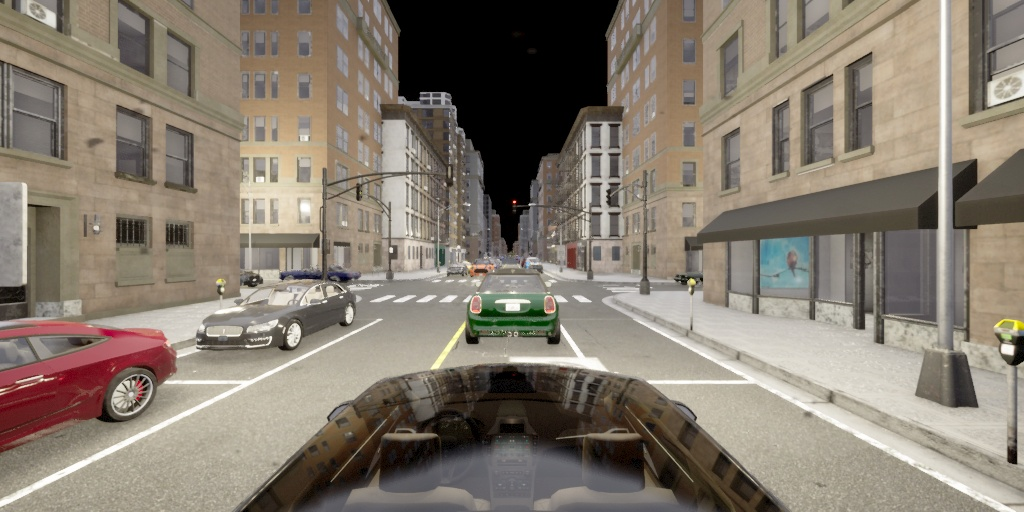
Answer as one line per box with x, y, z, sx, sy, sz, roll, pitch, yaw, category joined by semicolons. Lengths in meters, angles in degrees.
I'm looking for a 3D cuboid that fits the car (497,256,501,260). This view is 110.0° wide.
-2.842;1.094;44.599;2.097;1.767;4.553;0;0;-1;car

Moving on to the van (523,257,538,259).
2.636;1.082;46.550;1.690;1.789;3.998;0;0;0;van

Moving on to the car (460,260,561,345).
0.040;1.101;9.703;2.097;1.767;4.553;0;0;1;car

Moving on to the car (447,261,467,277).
-5.394;1.294;35.736;2.007;1.370;4.403;0;0;0;car

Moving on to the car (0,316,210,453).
-5.389;1.332;3.179;1.802;1.307;4.207;0;0;0;car

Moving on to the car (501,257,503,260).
-2.829;1.245;54.758;1.837;1.490;4.892;0;0;0;car

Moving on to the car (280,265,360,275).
-12.850;1.282;24.054;4.718;1.301;1.895;0;0;0;car

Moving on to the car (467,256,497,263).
-2.824;1.096;34.676;2.097;1.767;4.553;0;0;0;car

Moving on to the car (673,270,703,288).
13.495;1.429;24.097;4.718;1.301;1.895;0;0;0;car

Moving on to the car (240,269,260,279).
-17.145;1.222;21.094;4.181;1.385;1.994;0;0;0;car

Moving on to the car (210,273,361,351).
-5.389;1.300;8.860;2.007;1.370;4.403;0;0;0;car

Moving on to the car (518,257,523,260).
2.639;1.053;62.769;2.192;1.841;5.009;0;0;0;car

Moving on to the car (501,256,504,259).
-2.810;1.264;65.034;1.812;1.442;4.674;0;0;1;car
